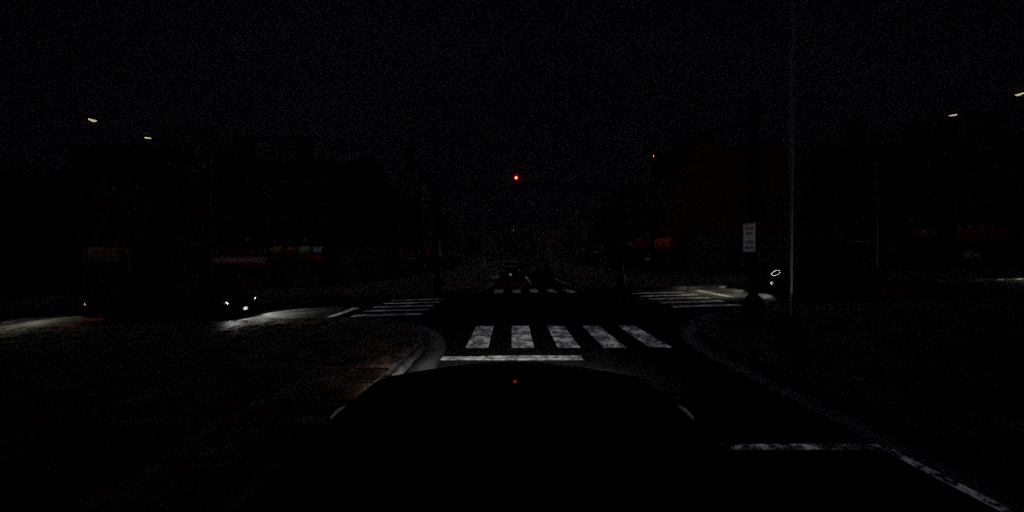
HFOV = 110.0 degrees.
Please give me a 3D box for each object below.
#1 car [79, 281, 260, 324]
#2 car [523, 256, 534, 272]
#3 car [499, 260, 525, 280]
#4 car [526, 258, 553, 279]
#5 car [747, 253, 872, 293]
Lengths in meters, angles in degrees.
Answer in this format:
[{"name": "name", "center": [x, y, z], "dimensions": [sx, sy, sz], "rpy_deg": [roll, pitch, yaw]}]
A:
[{"name": "car", "center": [-12.587, 1.643, 13.344], "dimensions": [5.357, 1.411, 2.033], "rpy_deg": [-2, 0, 0]}, {"name": "car", "center": [2.632, 1.112, 38.575], "dimensions": [2.192, 1.841, 5.009], "rpy_deg": [0, 0, 0]}, {"name": "car", "center": [-0.043, 1.307, 31.190], "dimensions": [1.812, 1.442, 4.674], "rpy_deg": [0, 0, 1]}, {"name": "car", "center": [2.633, 1.225, 33.174], "dimensions": [1.967, 1.591, 4.097], "rpy_deg": [0, 0, 0]}, {"name": "car", "center": [13.360, 0.687, 16.364], "dimensions": [4.553, 1.767, 2.097], "rpy_deg": [-1, 0, 1]}]
